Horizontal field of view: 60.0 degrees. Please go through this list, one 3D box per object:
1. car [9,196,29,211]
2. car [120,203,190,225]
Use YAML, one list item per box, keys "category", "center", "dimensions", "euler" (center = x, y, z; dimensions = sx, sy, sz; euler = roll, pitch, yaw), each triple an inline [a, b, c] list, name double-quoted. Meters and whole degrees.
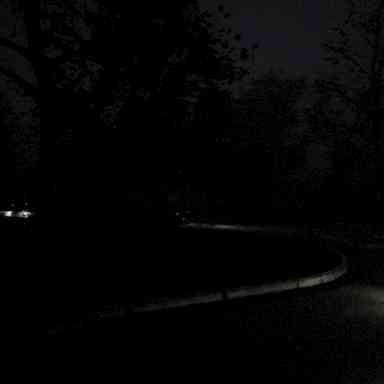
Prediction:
- category: "car"
  center: [-17.850, 1.179, 35.440]
  dimensions: [1.837, 1.490, 4.892]
  euler: [-2, 1, -12]
- category: "car"
  center: [-2.513, 1.435, 22.631]
  dimensions: [4.718, 1.301, 1.895]
  euler: [0, 0, 26]
